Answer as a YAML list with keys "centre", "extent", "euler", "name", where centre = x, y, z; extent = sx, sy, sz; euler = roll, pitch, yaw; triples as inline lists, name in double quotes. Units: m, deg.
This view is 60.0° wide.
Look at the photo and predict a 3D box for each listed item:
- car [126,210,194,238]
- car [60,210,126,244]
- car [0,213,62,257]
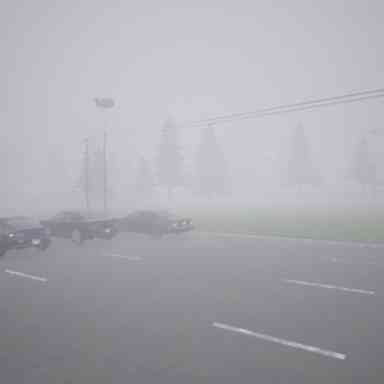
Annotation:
- centre: [-2.440, 1.687, 18.524]
  extent: [5.357, 1.411, 2.033]
  euler: [-1, 0, 36]
  name: "car"
- centre: [-5.868, 1.636, 16.691]
  extent: [5.008, 1.535, 1.882]
  euler: [0, 0, 36]
  name: "car"
- centre: [-7.618, 1.680, 13.636]
  extent: [4.674, 1.442, 1.812]
  euler: [0, 0, 36]
  name: "car"
